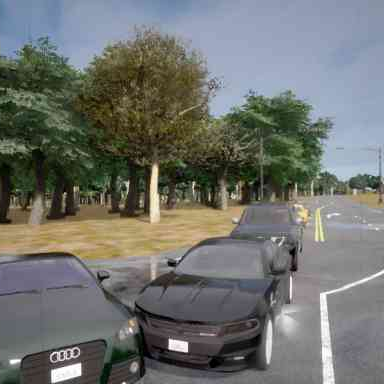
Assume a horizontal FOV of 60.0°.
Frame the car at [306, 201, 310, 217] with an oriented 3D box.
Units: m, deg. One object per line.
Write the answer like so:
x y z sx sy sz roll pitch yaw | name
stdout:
7.275 1.662 24.014 1.882 1.535 5.008 -1 0 21 | car

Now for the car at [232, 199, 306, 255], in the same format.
2.881 1.459 12.363 2.150 2.045 5.566 -2 0 21 | car

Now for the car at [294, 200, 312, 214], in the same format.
13.382 1.745 40.094 1.812 1.442 4.674 -1 0 21 | car

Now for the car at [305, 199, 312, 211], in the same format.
11.378 1.561 34.887 2.097 1.767 4.553 -1 0 21 | car

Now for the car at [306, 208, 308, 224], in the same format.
5.117 1.773 18.263 1.895 1.301 4.718 -1 0 21 | car

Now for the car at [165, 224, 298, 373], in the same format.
0.751 1.612 6.226 1.882 1.535 5.008 -1 -2 21 | car

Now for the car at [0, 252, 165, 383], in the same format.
-2.297 1.642 4.933 1.994 1.385 4.181 1 -2 -33 | car

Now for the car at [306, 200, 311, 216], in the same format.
9.342 1.723 29.515 1.812 1.442 4.674 -1 0 21 | car
